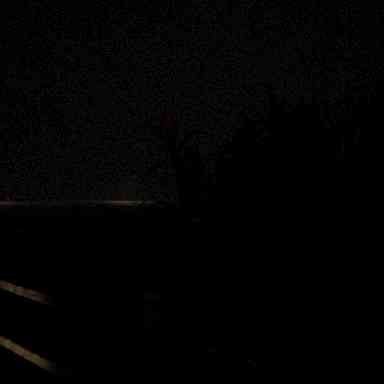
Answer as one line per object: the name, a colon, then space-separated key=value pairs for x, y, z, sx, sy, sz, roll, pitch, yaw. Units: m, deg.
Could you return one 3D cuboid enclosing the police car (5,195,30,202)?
police car: x=-39.635 y=1.472 z=75.605 sx=1.930 sy=1.638 sz=5.238 roll=2 pitch=0 yaw=35
